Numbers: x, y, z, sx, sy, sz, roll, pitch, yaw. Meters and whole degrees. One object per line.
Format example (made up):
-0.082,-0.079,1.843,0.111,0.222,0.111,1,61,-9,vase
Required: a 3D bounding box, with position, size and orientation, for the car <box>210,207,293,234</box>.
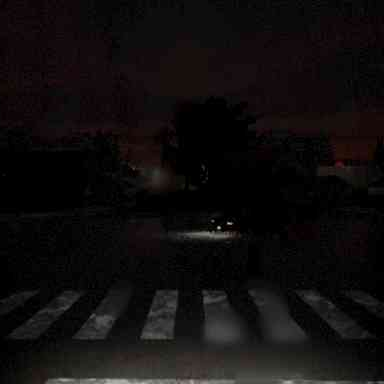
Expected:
3.615,1.571,19.470,5.357,1.411,2.033,1,0,-35,car
